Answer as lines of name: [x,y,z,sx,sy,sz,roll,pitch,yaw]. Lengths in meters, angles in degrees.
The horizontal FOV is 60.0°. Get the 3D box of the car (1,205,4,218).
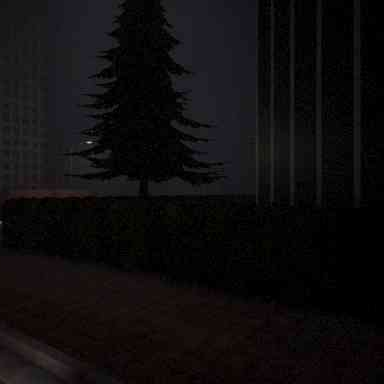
car: [-13.125,1.560,28.421,1.837,1.490,4.892,0,0,36]
